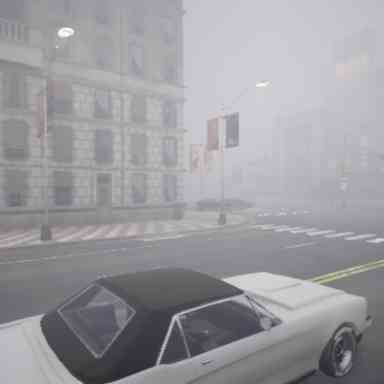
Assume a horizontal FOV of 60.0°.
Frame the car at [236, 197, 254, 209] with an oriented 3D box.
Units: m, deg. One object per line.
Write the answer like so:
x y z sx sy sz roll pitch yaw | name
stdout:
5.613 1.310 40.813 1.994 1.385 4.181 -1 0 -36 | car

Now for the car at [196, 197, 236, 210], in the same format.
2.587 1.378 39.024 1.895 1.301 4.718 -1 0 -36 | car

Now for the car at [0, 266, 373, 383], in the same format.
0.037 1.581 3.805 4.718 1.301 1.895 -1 0 -35 | car
